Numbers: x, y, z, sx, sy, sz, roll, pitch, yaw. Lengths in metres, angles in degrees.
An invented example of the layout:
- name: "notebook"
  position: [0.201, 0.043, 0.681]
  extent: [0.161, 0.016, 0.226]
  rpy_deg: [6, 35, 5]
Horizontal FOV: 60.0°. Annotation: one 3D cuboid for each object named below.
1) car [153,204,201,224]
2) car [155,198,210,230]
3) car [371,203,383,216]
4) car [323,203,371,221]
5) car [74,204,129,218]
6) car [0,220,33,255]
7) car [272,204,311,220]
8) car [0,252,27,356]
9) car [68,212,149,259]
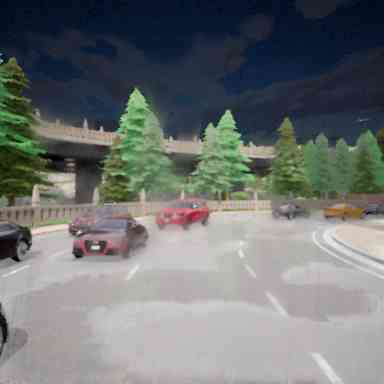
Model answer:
- name: "car"
  position: [-1.210, 1.831, 29.385]
  extent: [1.837, 1.490, 4.892]
  rpy_deg: [0, -1, 32]
- name: "car"
  position: [-0.481, 1.483, 23.597]
  extent: [2.150, 2.045, 5.566]
  rpy_deg: [0, -1, 24]
- name: "car"
  position: [21.856, 1.988, 38.503]
  extent: [4.181, 1.385, 1.994]
  rpy_deg: [0, -1, -15]
- name: "car"
  position: [14.426, 1.824, 31.368]
  extent: [5.008, 1.535, 1.882]
  rpy_deg: [0, -1, -35]
- name: "car"
  position: [-5.318, 1.574, 19.931]
  extent: [2.097, 1.767, 4.553]
  rpy_deg: [0, -1, 16]
- name: "car"
  position: [-6.748, 1.604, 10.007]
  extent: [2.128, 1.511, 4.902]
  rpy_deg: [0, -1, 4]
- name: "car"
  position: [9.485, 1.877, 31.772]
  extent: [4.674, 1.442, 1.812]
  rpy_deg: [1, -1, -40]
- name: "car"
  position: [-3.511, 1.597, 2.845]
  extent: [1.994, 1.385, 4.181]
  rpy_deg: [0, -1, 1]
- name: "car"
  position: [-3.049, 1.712, 13.205]
  extent: [1.994, 1.385, 4.181]
  rpy_deg: [0, -1, 6]
